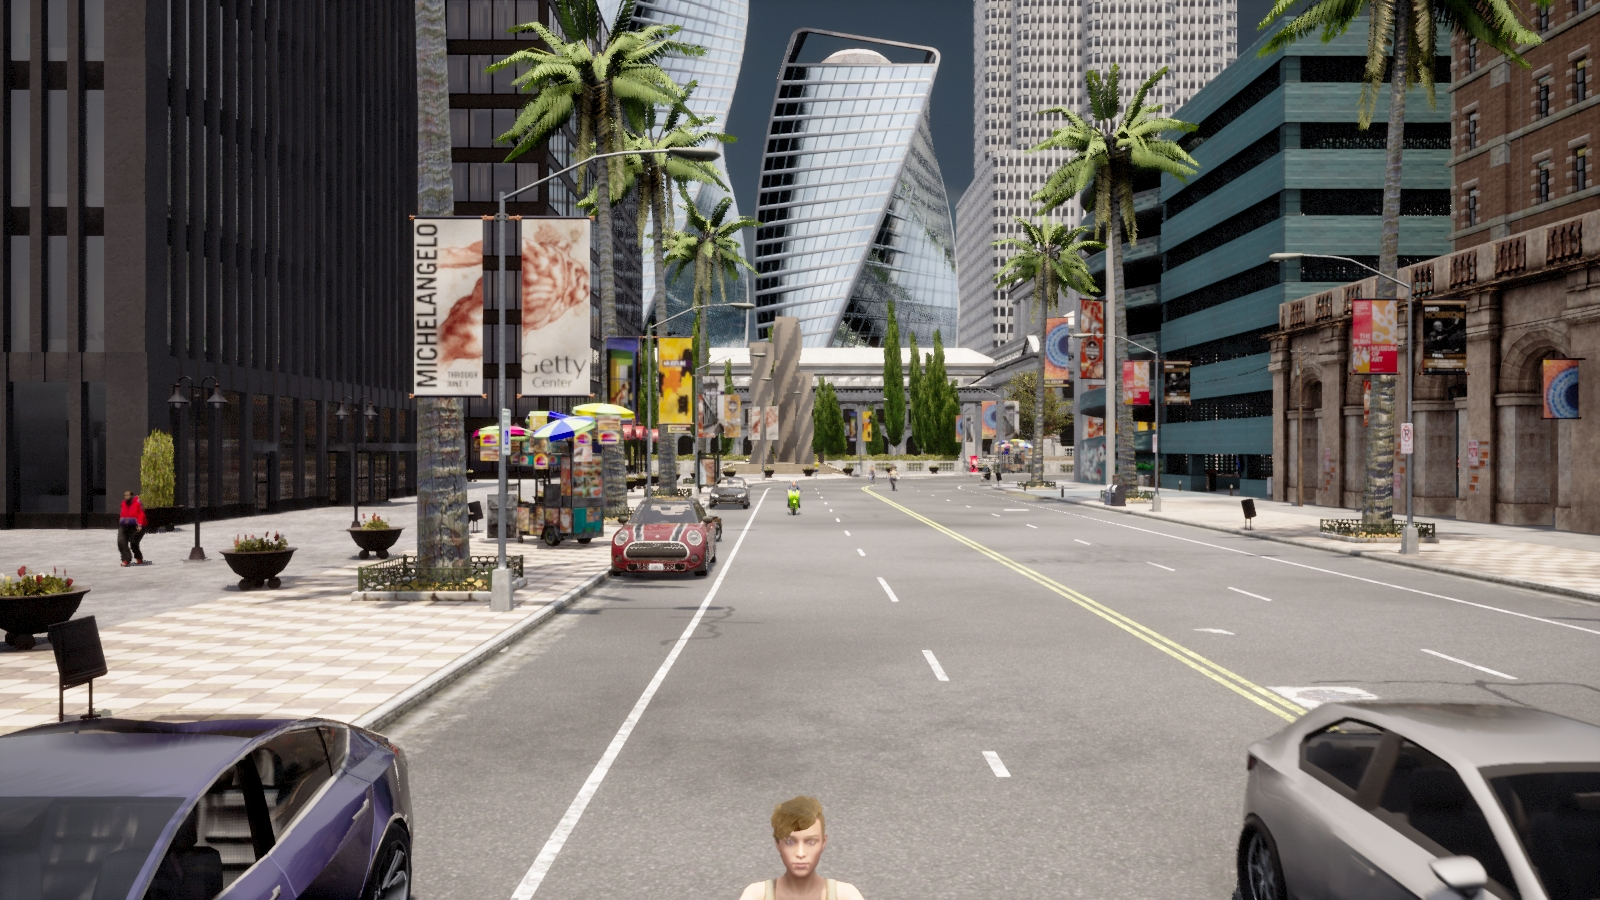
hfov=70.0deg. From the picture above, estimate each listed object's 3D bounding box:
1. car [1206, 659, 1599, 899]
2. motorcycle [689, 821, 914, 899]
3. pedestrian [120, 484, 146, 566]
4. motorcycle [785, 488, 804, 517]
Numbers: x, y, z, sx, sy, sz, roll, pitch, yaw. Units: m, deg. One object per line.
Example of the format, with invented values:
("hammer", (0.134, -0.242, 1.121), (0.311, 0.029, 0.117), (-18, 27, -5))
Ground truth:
("car", (3.501, 2.068, 5.199), (1.816, 1.474, 4.193), (0, 0, 0))
("motorcycle", (0.005, 2.172, 3.546), (0.764, 1.277, 2.356), (0, 0, 0))
("pedestrian", (-15.357, 1.725, 26.322), (0.375, 1.860, 0.375), (0, 0, 4))
("motorcycle", (-0.256, 2.233, 49.160), (0.803, 1.145, 2.033), (0, 0, -1))
